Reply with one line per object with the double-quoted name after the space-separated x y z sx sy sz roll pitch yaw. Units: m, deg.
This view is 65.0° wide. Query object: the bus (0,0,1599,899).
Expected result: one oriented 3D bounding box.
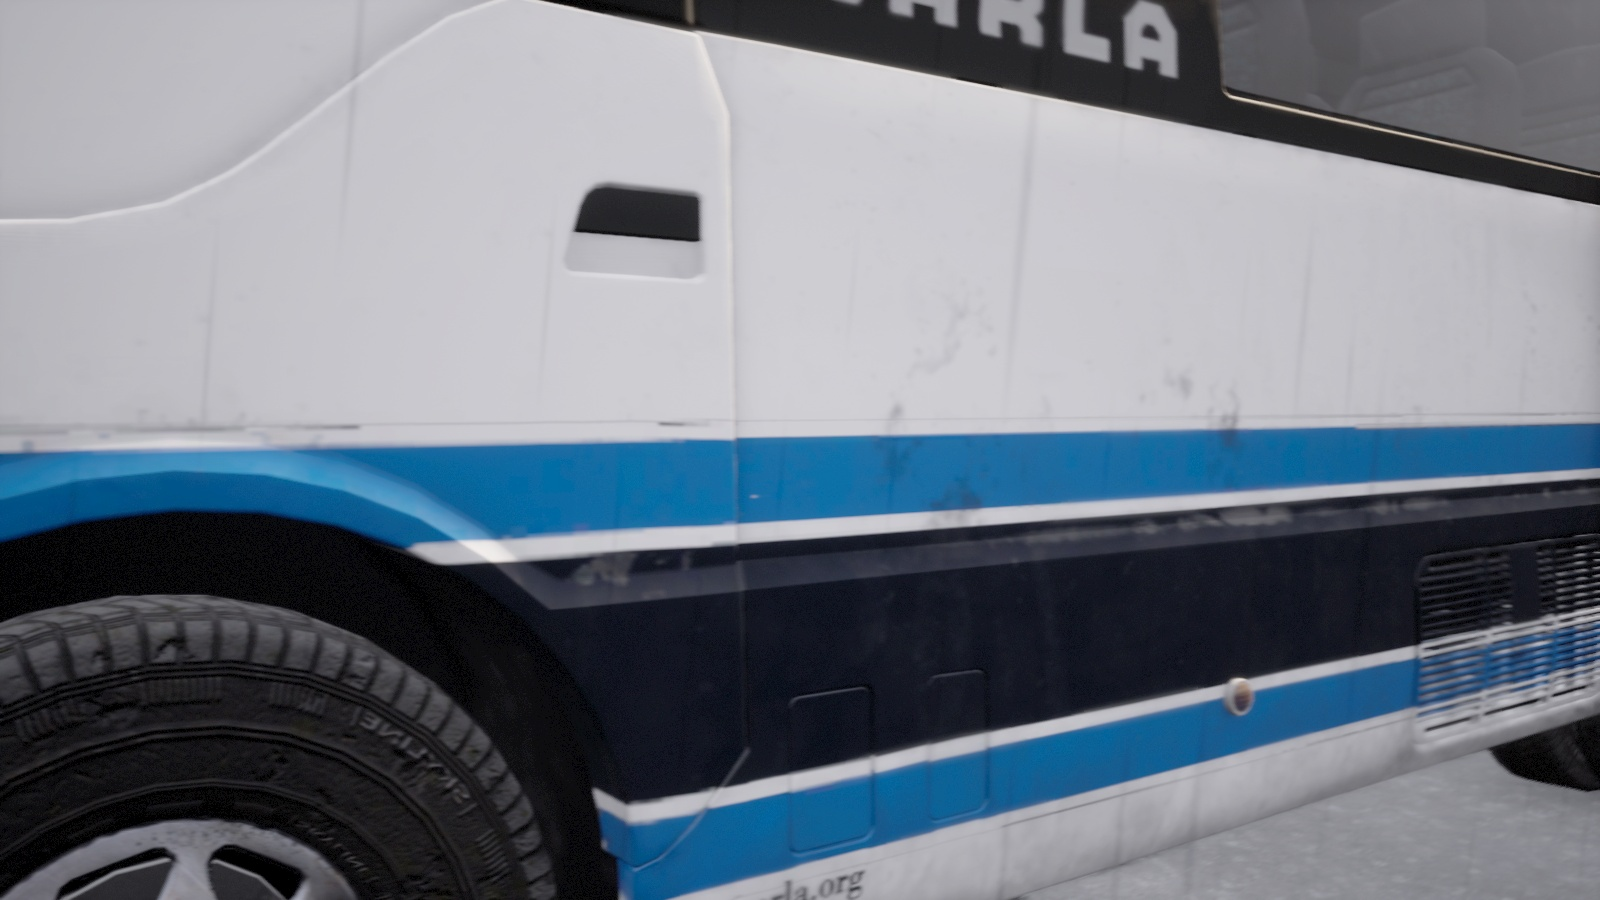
0.603 -0.641 4.693 10.273 4.253 3.944 -2 1 -35 "bus"
